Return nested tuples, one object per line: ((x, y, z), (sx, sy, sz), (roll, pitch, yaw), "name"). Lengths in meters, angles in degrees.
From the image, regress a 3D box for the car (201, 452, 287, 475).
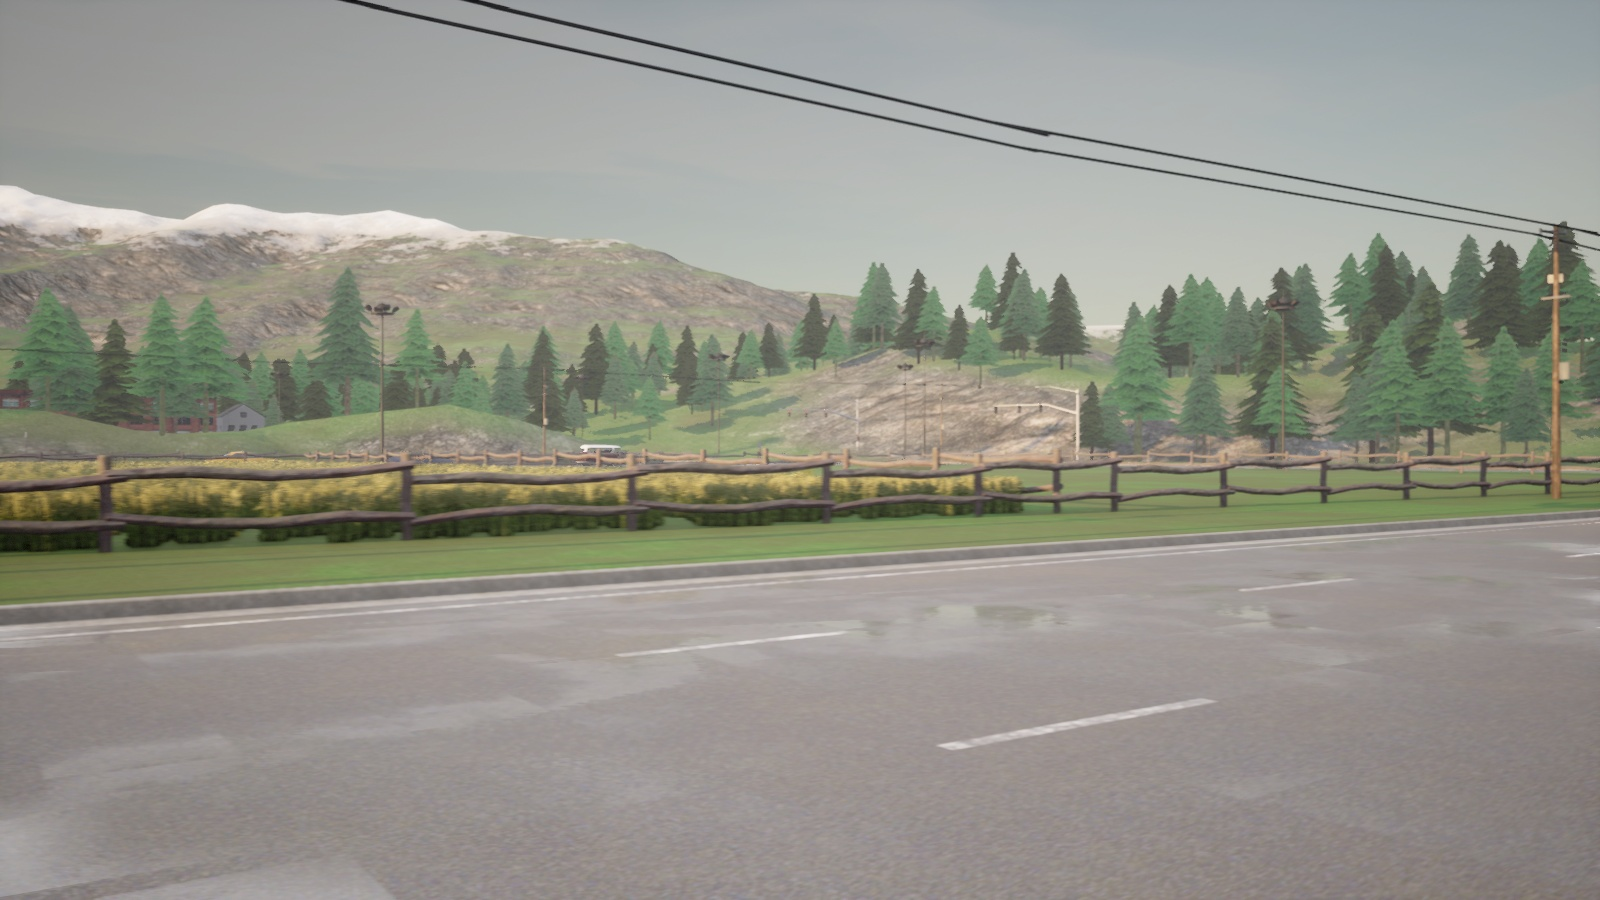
((-39.638, 0.918, 89.598), (5.366, 1.575, 1.801), (0, 0, -35), "car")
